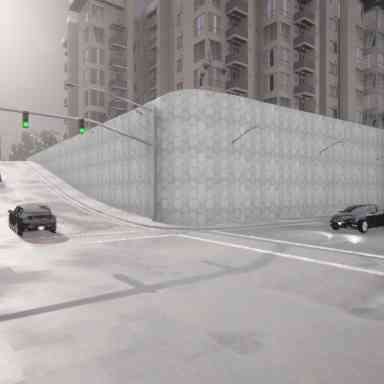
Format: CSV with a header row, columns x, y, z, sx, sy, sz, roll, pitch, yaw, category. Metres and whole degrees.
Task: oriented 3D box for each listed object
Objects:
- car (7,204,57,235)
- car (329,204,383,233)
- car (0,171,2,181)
x,y,z,sx,sy,sz,roll,pitch,yaw,category
-8.853,1.402,18.354,1.837,1.490,4.892,0,3,-36,car
10.174,1.505,19.861,4.892,1.490,1.837,0,0,-36,car
-23.653,-2.469,38.936,2.097,1.767,4.553,0,12,-36,car
